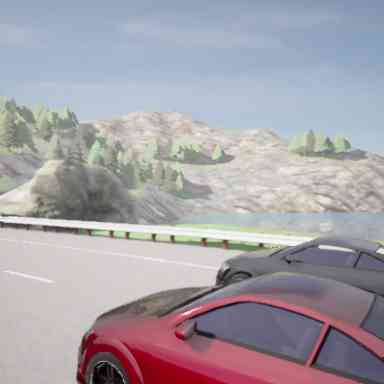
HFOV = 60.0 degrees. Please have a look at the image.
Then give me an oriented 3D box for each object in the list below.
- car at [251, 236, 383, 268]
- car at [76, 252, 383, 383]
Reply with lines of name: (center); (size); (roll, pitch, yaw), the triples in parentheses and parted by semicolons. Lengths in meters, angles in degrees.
car: (2.543, 1.550, 6.336); (4.181, 1.385, 1.994); (0, 0, 35)
car: (0.773, 1.557, 3.312); (4.181, 1.385, 1.994); (0, 0, 35)
